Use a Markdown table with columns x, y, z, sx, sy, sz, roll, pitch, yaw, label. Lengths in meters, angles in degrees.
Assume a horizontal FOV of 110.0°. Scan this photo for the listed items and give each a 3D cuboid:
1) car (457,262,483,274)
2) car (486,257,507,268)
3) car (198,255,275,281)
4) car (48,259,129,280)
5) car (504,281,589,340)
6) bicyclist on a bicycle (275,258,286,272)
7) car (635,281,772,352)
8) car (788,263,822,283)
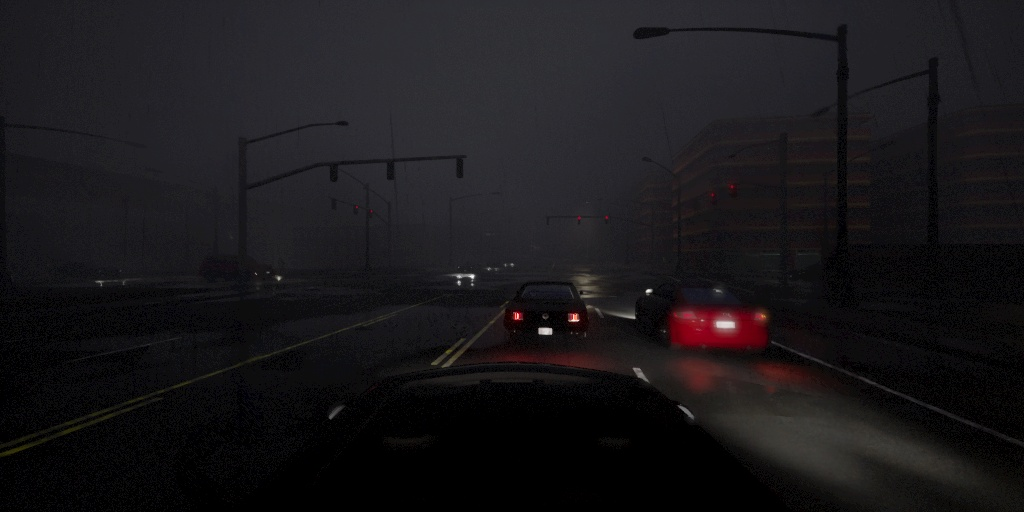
| x | y | z | sx | sy | sz | roll | pitch | yaw | label |
| --- | --- | --- | --- | --- | --- | --- | --- | --- | --- |
| -4.774 | 1.291 | 41.026 | 1.895 | 1.301 | 4.718 | 0 | 0 | 8 | car |
| -2.660 | 1.052 | 56.215 | 2.033 | 1.411 | 5.357 | 0 | 1 | 8 | car |
| -22.403 | 0.971 | 29.250 | 5.566 | 2.045 | 2.150 | 0 | 0 | 7 | car |
| -36.531 | 1.228 | 30.979 | 5.008 | 1.535 | 1.882 | 0 | 0 | 7 | car |
| 1.035 | 1.351 | 10.003 | 1.895 | 1.301 | 4.718 | 0 | 0 | 8 | car |
| -26.263 | 1.053 | 40.776 | 0.582 | 1.620 | 1.656 | 0 | 0 | 7 | bicyclist on a bicycle |
| 4.435 | 1.314 | 8.990 | 1.994 | 1.385 | 4.181 | 0 | 0 | 7 | car |
| 23.886 | 1.276 | 27.457 | 4.674 | 1.442 | 1.812 | 0 | 0 | 6 | car |
